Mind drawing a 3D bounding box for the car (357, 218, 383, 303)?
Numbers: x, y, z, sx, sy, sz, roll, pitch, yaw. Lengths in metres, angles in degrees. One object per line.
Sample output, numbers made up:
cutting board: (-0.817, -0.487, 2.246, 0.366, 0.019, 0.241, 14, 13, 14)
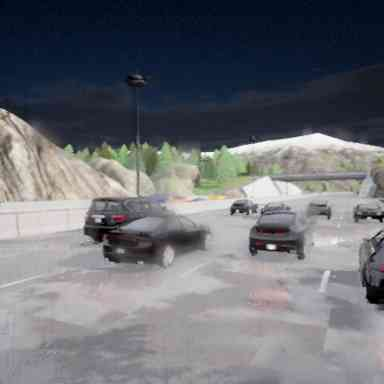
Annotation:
car: (5.012, 1.539, 7.665, 1.994, 1.385, 4.181, 0, 0, 26)

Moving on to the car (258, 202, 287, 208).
car: (7.521, 1.566, 29.298, 1.895, 1.301, 4.718, 0, 0, 25)

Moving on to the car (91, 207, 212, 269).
car: (-0.907, 1.487, 11.488, 1.882, 1.535, 5.008, 0, 0, 26)

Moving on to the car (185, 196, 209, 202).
car: (0.919, 1.553, 48.367, 2.033, 1.411, 5.357, 0, 0, 25)

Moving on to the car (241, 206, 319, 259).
car: (3.570, 1.489, 12.758, 1.837, 1.490, 4.892, 0, 0, 25)

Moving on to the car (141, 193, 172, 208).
car: (-5.448, 1.251, 51.281, 2.150, 2.045, 5.566, 0, 0, 25)

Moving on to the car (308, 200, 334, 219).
car: (11.076, 1.437, 28.636, 2.128, 1.511, 4.902, 0, 0, 25)

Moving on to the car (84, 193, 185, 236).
car: (-2.661, 1.241, 15.940, 2.150, 2.045, 5.566, 0, 0, 25)

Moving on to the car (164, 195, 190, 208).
car: (-2.160, 1.376, 50.042, 2.097, 1.767, 4.553, 0, 0, 25)

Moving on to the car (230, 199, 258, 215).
car: (5.223, 1.484, 32.638, 1.837, 1.490, 4.892, 0, 0, 25)

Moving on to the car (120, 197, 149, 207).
car: (-8.902, 1.540, 52.175, 1.882, 1.535, 5.008, 0, 0, 26)

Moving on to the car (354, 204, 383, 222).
car: (13.396, 1.533, 25.350, 1.895, 1.301, 4.718, 0, 0, 25)
